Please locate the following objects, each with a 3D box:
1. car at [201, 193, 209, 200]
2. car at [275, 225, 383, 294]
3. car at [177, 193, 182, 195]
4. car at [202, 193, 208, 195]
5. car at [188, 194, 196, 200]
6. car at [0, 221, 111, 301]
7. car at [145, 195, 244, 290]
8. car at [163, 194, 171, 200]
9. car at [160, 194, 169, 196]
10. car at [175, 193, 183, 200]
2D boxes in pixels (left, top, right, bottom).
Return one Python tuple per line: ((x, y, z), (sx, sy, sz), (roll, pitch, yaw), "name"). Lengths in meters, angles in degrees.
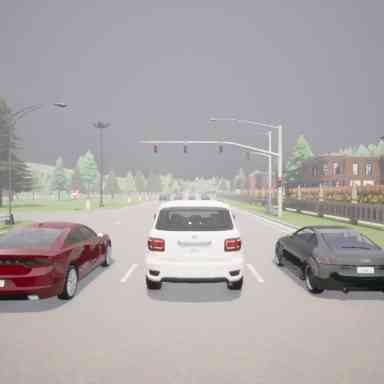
((3.518, 1.187, 92.064), (2.097, 1.767, 4.553), (0, 0, 0), "car")
((3.566, 1.564, 8.806), (1.994, 1.385, 4.181), (0, 0, 0), "car")
((-3.484, 1.516, 82.092), (1.812, 1.442, 4.674), (0, 0, 0), "car")
((3.516, 1.587, 82.121), (1.895, 1.301, 4.718), (0, 0, 0), "car")
((0.018, 1.372, 92.095), (2.033, 1.411, 5.357), (0, 0, 0), "car")
((-3.438, 1.478, 8.411), (1.882, 1.535, 5.008), (0, 0, 0), "car")
((0.068, 1.221, 9.219), (2.150, 2.045, 5.566), (0, 0, 0), "car")
((-6.982, 1.332, 92.096), (1.837, 1.490, 4.892), (0, 0, 0), "car")
((-6.984, 1.347, 82.063), (2.097, 1.767, 4.553), (0, 0, 0), "car")
((-3.482, 1.187, 92.065), (2.097, 1.767, 4.553), (0, 0, 0), "car")
